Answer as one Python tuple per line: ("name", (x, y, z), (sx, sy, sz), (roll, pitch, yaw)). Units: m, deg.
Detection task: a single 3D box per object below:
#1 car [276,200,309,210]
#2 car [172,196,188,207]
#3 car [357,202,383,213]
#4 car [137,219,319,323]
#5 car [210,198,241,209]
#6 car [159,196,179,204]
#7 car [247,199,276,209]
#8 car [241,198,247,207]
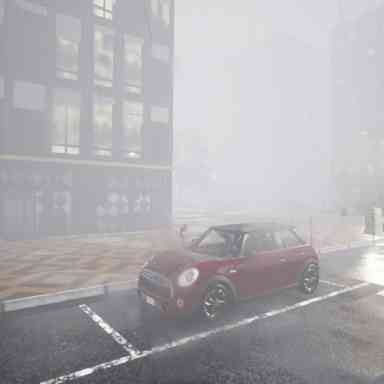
("car", (14.399, 1.807, 46.802), (1.802, 1.307, 4.206), (1, -1, -35))
("car", (-2.276, 1.733, 55.844), (1.887, 1.381, 4.507), (1, -1, -35))
("car", (20.955, 1.730, 37.548), (1.947, 1.339, 4.313), (1, -1, -35))
("car", (0.873, 1.442, 7.172), (4.097, 1.590, 1.967), (0, 1, -36))
("car", (4.280, 1.678, 46.590), (2.008, 1.369, 4.403), (1, -1, -35))
("car", (-5.267, 1.724, 74.568), (2.192, 1.841, 5.009), (1, -1, -35))
("car", (11.122, 1.800, 51.430), (1.887, 1.381, 4.507), (1, -1, -35))
("car", (7.843, 1.726, 56.058), (1.967, 1.590, 4.097), (1, -1, -35))
